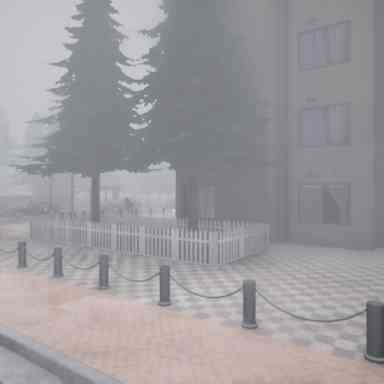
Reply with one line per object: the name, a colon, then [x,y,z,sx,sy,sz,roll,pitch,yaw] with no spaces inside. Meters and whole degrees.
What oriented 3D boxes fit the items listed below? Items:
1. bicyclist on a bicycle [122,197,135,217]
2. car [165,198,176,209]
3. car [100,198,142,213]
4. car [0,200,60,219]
bicyclist on a bicycle: [-5.345,1.275,27.851,1.656,1.620,0.582,0,0,37]
car: [-1.612,1.497,45.076,1.812,1.442,4.674,0,0,37]
car: [-7.825,1.449,36.946,1.882,1.535,5.008,0,0,37]
car: [-13.951,1.462,28.893,2.128,1.511,4.902,0,0,37]
